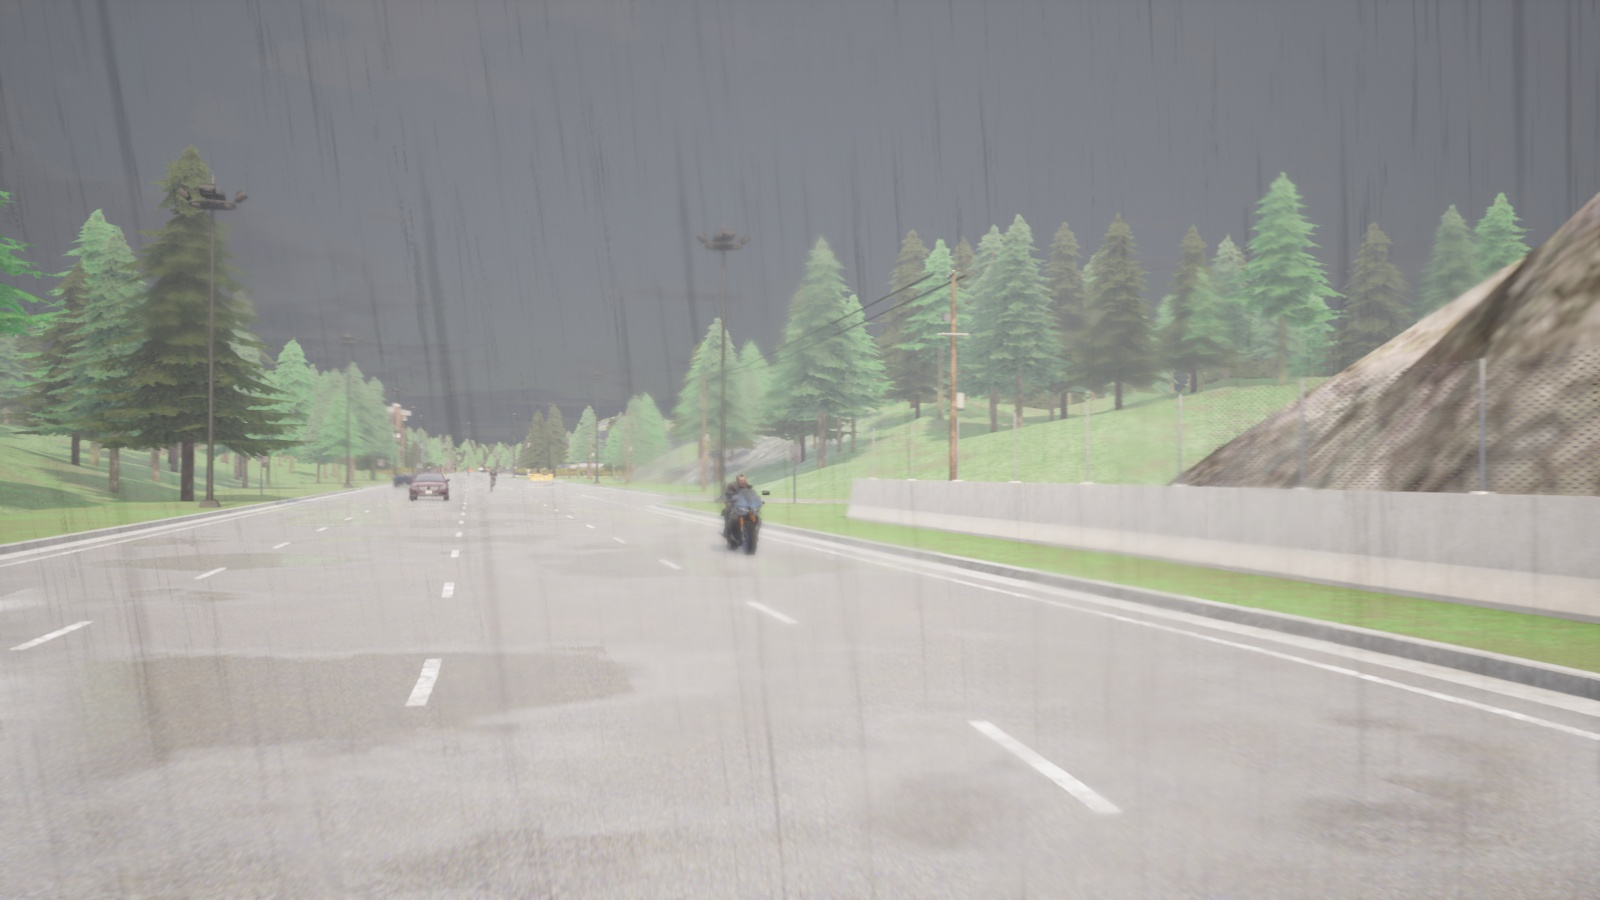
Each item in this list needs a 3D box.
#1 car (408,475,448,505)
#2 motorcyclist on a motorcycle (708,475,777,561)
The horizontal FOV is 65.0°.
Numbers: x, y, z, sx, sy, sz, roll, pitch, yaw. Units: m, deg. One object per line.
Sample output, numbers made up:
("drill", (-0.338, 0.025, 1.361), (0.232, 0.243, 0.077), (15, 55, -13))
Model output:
("car", (-18.933, 2.005, 64.010), (1.812, 1.442, 4.674), (0, -1, -15))
("motorcyclist on a motorcycle", (-1.117, 1.254, 23.827), (0.866, 1.530, 2.191), (0, -1, -15))
